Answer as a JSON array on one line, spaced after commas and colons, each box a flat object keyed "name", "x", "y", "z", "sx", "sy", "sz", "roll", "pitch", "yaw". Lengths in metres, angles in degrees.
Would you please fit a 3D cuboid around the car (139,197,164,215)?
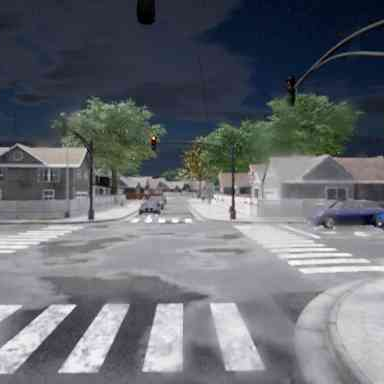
[{"name": "car", "x": -4.092, "y": 1.516, "z": 32.816, "sx": 1.994, "sy": 1.385, "sz": 4.181, "roll": 0, "pitch": 0, "yaw": -3}]

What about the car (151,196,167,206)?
[{"name": "car", "x": -4.562, "y": 1.288, "z": 41.761, "sx": 2.097, "sy": 1.767, "sz": 4.553, "roll": 0, "pitch": 0, "yaw": -3}]

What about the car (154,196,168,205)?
[{"name": "car", "x": -5.332, "y": 1.396, "z": 57.261, "sx": 2.128, "sy": 1.511, "sz": 4.902, "roll": 0, "pitch": 0, "yaw": -2}]

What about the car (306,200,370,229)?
[{"name": "car", "x": 9.517, "y": 1.293, "z": 20.704, "sx": 4.553, "sy": 1.767, "sz": 2.097, "roll": 0, "pitch": 0, "yaw": -1}]

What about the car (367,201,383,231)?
[{"name": "car", "x": 12.372, "y": 1.390, "z": 17.538, "sx": 5.008, "sy": 1.535, "sz": 1.882, "roll": 0, "pitch": 0, "yaw": -1}]
